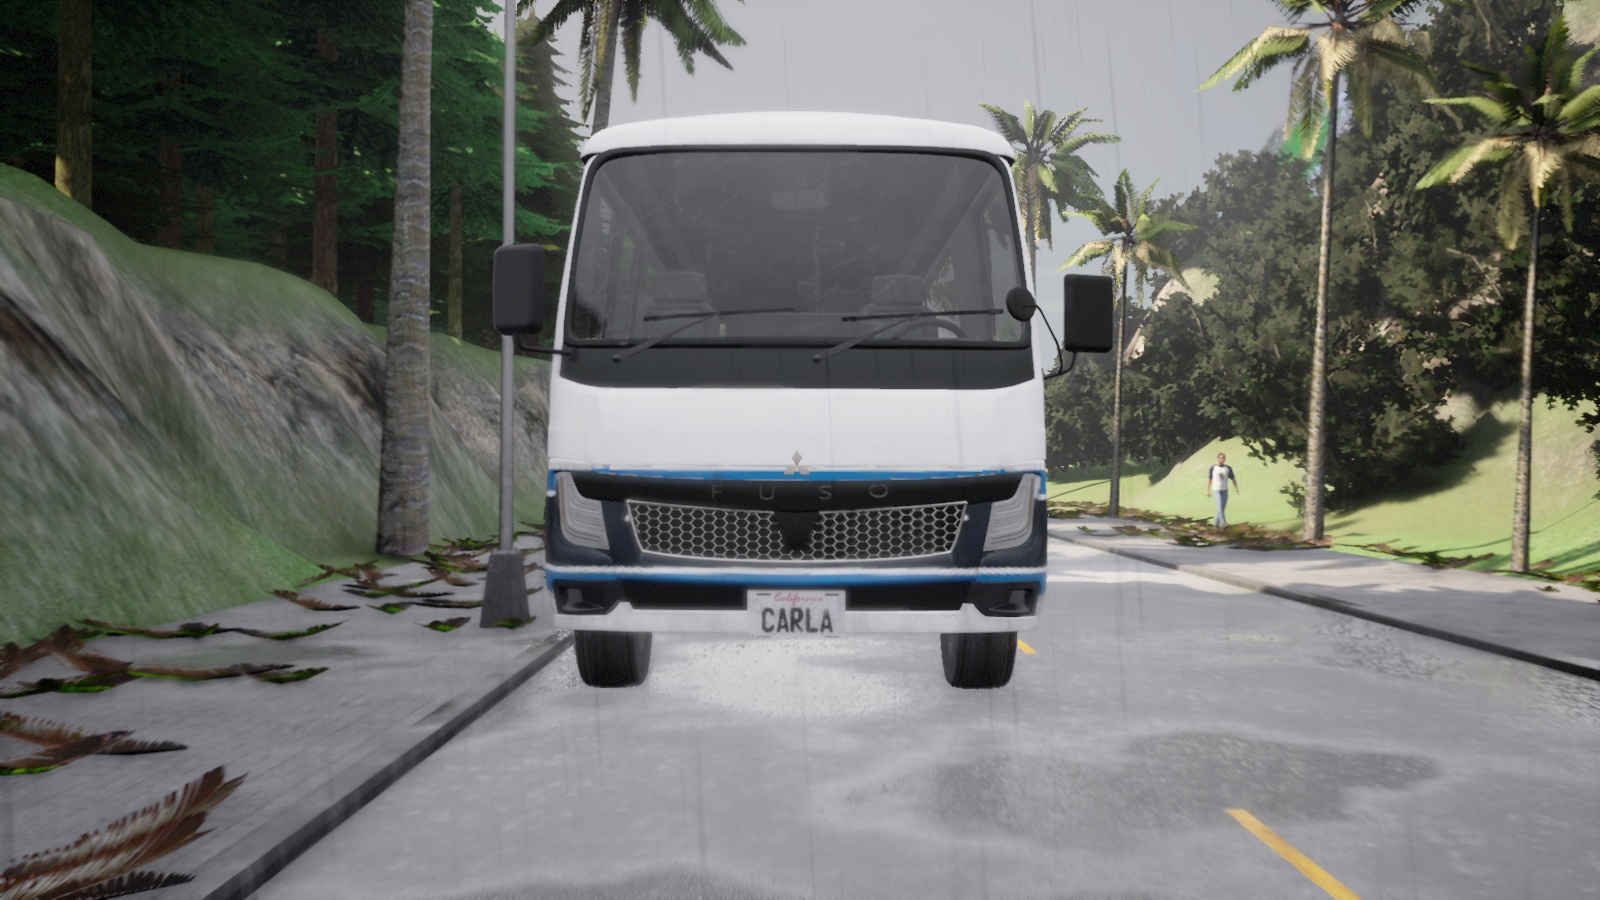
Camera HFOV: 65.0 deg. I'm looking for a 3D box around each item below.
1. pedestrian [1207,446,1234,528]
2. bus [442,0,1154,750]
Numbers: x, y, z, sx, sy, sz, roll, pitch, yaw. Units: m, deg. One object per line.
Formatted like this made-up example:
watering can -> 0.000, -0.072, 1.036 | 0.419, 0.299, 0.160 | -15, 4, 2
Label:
pedestrian -> 9.482, 0.830, 28.342 | 0.354, 1.836, 0.706 | 0, -1, 1
bus -> -0.031, -0.358, 12.139 | 3.944, 4.253, 10.273 | 0, -1, 0
